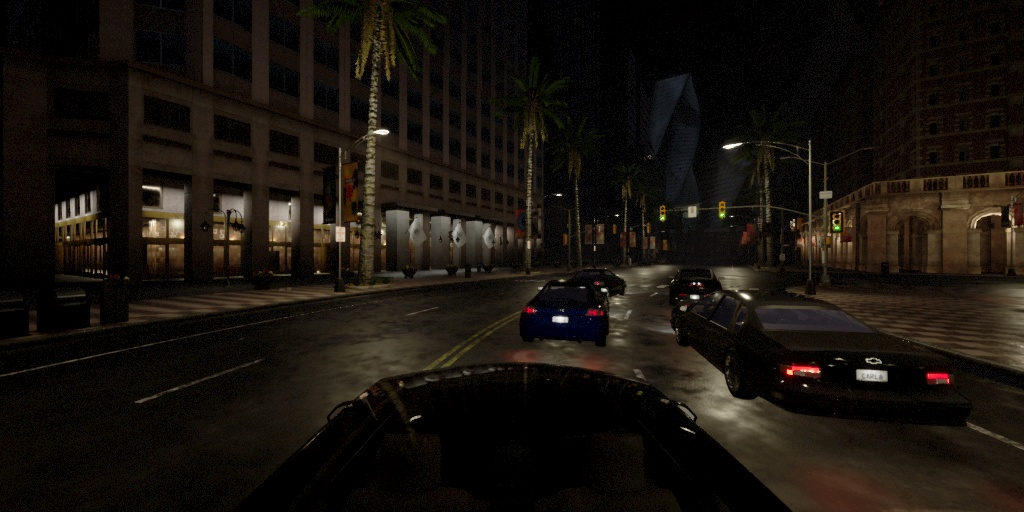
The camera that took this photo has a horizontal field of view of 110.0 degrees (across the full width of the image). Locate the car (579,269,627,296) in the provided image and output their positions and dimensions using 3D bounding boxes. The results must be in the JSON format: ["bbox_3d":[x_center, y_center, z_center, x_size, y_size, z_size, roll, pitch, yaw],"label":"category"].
[{"bbox_3d":[4.170,1.314,17.533,1.994,1.385,4.181,0,0,32],"label":"car"}]

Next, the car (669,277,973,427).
[{"bbox_3d":[4.257,1.297,6.217,2.033,1.411,5.357,0,0,11],"label":"car"}]

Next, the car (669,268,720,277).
[{"bbox_3d":[7.840,1.255,15.307,1.837,1.490,4.892,0,0,28],"label":"car"}]

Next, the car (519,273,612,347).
[{"bbox_3d":[1.548,1.314,9.529,1.994,1.385,4.181,0,0,15],"label":"car"}]
